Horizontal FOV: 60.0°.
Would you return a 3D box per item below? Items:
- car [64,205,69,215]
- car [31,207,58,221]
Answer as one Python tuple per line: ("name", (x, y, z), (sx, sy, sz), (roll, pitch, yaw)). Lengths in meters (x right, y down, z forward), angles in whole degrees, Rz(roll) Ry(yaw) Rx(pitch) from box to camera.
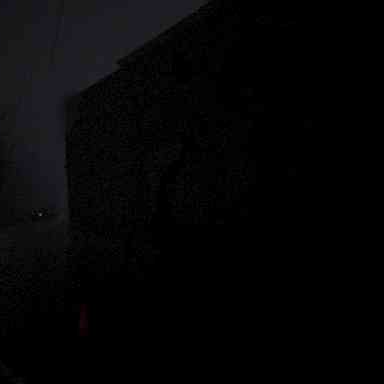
("car", (-15.372, 2.225, 43.424), (1.812, 1.442, 4.674), (-2, -1, -27))
("car", (-15.357, 2.225, 34.777), (1.994, 1.385, 4.181), (-3, 0, -11))
